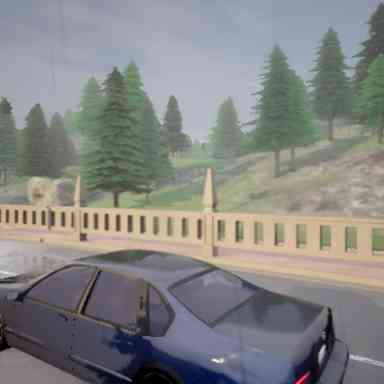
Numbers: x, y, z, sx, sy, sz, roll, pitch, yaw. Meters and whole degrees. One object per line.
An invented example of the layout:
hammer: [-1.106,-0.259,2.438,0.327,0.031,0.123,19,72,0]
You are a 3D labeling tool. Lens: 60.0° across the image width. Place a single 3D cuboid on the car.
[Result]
car: [-0.909,1.526,4.446,5.357,1.411,2.033,0,0,33]
